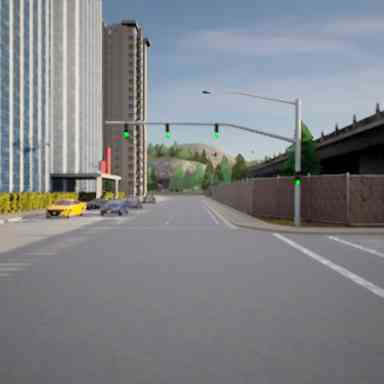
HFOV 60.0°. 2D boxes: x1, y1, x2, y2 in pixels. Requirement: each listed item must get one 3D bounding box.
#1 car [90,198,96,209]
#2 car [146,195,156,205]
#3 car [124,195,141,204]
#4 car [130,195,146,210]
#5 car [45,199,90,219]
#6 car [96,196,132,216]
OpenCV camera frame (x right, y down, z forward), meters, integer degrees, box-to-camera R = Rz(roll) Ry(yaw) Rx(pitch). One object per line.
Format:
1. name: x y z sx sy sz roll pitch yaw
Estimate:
1. car: -10.546 1.387 37.844 1.994 1.385 4.181 0 0 2
2. car: -7.027 1.259 54.313 2.128 1.511 4.902 0 0 0
3. car: -10.481 1.290 59.161 2.033 1.411 5.357 0 0 1
4. car: -7.063 1.349 39.583 1.812 1.442 4.674 0 1 0
5. car: -10.577 1.338 28.033 1.882 1.535 5.008 0 0 0
6. car: -7.072 1.383 30.712 1.812 1.442 4.674 0 0 0
